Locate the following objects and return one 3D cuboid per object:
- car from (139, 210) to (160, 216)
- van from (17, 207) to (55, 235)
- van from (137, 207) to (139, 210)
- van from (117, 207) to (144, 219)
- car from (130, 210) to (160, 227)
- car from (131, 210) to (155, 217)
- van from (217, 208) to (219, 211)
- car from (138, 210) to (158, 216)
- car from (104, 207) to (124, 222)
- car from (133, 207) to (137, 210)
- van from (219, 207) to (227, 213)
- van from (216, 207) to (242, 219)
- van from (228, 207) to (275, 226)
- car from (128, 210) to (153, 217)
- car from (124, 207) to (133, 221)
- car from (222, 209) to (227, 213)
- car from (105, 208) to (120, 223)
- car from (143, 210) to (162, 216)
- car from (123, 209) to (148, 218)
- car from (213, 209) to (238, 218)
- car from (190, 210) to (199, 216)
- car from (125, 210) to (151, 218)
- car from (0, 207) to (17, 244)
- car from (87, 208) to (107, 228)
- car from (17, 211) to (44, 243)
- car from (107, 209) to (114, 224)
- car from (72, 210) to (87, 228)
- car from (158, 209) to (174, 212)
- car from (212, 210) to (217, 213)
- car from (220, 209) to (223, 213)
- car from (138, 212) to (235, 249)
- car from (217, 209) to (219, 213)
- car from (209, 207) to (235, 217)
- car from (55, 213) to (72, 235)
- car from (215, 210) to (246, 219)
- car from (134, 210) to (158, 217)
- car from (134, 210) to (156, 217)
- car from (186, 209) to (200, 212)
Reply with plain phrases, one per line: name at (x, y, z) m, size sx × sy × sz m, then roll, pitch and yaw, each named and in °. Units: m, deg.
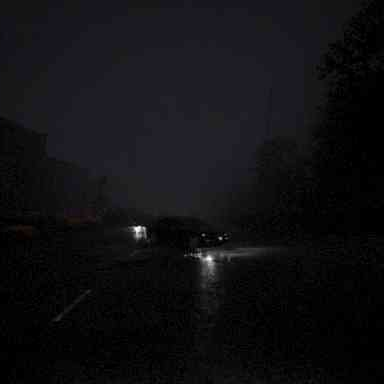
car at (-10.846, 5.336, 85.347) m, size 4.892 × 1.521 × 2.231 m, roll 0°, pitch -3°, yaw -20°
van at (-11.246, 1.931, 20.944) m, size 4.442 × 1.987 × 1.878 m, roll 0°, pitch -3°, yaw -20°
van at (-11.210, 3.459, 53.085) m, size 4.442 × 1.987 × 1.878 m, roll 0°, pitch -3°, yaw -20°
van at (-10.947, 3.753, 59.032) m, size 4.442 × 1.987 × 1.878 m, roll 0°, pitch -3°, yaw -20°
car at (-4.922, 2.901, 35.165) m, size 1.994 × 1.385 × 4.181 m, roll 0°, pitch -3°, yaw 1°
car at (-10.943, 4.731, 73.630) m, size 4.892 × 1.521 × 2.231 m, roll 0°, pitch -3°, yaw -20°
van at (6.826, 3.459, 52.971) m, size 4.442 × 1.987 × 1.878 m, roll 2°, pitch -3°, yaw -19°
car at (-10.864, 5.224, 82.415) m, size 4.674 × 1.452 × 2.002 m, roll 0°, pitch -3°, yaw -20°
car at (-11.228, 2.989, 41.402) m, size 4.553 × 1.767 × 2.185 m, roll 0°, pitch -3°, yaw -20°
car at (-11.094, 3.414, 50.201) m, size 4.553 × 1.767 × 2.185 m, roll 0°, pitch -3°, yaw -20°
van at (6.562, 3.163, 47.004) m, size 4.442 × 1.987 × 1.878 m, roll 2°, pitch -3°, yaw -19°
van at (6.894, 3.902, 61.795) m, size 4.442 × 1.987 × 1.878 m, roll 2°, pitch -3°, yaw -19°
van at (6.465, 2.602, 35.241) m, size 4.442 × 1.987 × 1.878 m, roll 2°, pitch -3°, yaw -19°
car at (-10.929, 4.608, 70.707) m, size 4.792 × 1.488 × 2.163 m, roll 0°, pitch -3°, yaw -20°
car at (-11.199, 3.005, 44.328) m, size 5.566 × 2.045 × 2.435 m, roll 0°, pitch -3°, yaw -20°
car at (6.624, 3.148, 41.150) m, size 4.674 × 1.452 × 2.002 m, roll 2°, pitch -3°, yaw -20°
car at (-11.209, 2.977, 38.468) m, size 4.892 × 1.521 × 2.231 m, roll 0°, pitch -3°, yaw -20°
car at (-10.788, 5.639, 91.201) m, size 4.892 × 1.521 × 2.231 m, roll 0°, pitch -3°, yaw -20°
car at (-11.036, 4.152, 64.836) m, size 4.553 × 1.767 × 2.185 m, roll 0°, pitch -3°, yaw -20°
car at (6.807, 4.298, 67.617) m, size 4.553 × 1.767 × 2.185 m, roll 2°, pitch -3°, yaw -20°
car at (0.482, 4.618, 73.348) m, size 1.994 × 1.385 × 4.181 m, roll 0°, pitch -3°, yaw 0°
car at (-10.986, 4.428, 67.766) m, size 4.892 × 1.521 × 2.231 m, roll 0°, pitch -3°, yaw -20°
car at (-11.362, 1.634, 15.046) m, size 5.566 × 2.045 × 2.435 m, roll 0°, pitch -3°, yaw -20°
car at (-11.439, 2.697, 32.544) m, size 5.366 × 1.575 × 1.946 m, roll 0°, pitch -3°, yaw -20°
car at (-11.196, 2.017, 18.021) m, size 5.366 × 1.575 × 1.946 m, roll 0°, pitch -3°, yaw -20°
car at (-11.208, 2.867, 35.543) m, size 4.792 × 1.488 × 2.163 m, roll 0°, pitch -3°, yaw -19°
car at (-11.487, 2.424, 26.690) m, size 5.366 × 1.575 × 1.946 m, roll 0°, pitch -3°, yaw -20°
car at (-4.710, 3.696, 55.993) m, size 2.097 × 1.767 × 4.553 m, roll 0°, pitch -3°, yaw 1°
car at (6.564, 3.818, 55.795) m, size 5.366 × 1.575 × 1.946 m, roll 2°, pitch -3°, yaw -19°
car at (6.645, 3.290, 44.092) m, size 4.674 × 1.452 × 2.002 m, roll 2°, pitch -3°, yaw -19°
car at (-0.418, 2.012, 17.313) m, size 4.892 × 1.490 × 1.837 m, roll -2°, pitch -2°, yaw 44°
car at (6.686, 3.575, 49.979) m, size 4.674 × 1.452 × 2.002 m, roll 2°, pitch -3°, yaw -19°
car at (6.882, 4.628, 76.441) m, size 5.566 × 2.045 × 2.435 m, roll 2°, pitch -3°, yaw -19°
car at (-11.360, 2.321, 23.807) m, size 4.792 × 1.488 × 2.163 m, roll 0°, pitch -3°, yaw -20°
car at (6.754, 3.975, 58.799) m, size 4.892 × 1.521 × 2.231 m, roll 2°, pitch -3°, yaw -19°
car at (-11.058, 5.028, 79.419) m, size 5.366 × 1.575 × 1.946 m, roll 0°, pitch -3°, yaw -20°
car at (-10.911, 4.921, 76.554) m, size 4.674 × 1.452 × 2.002 m, roll 0°, pitch -3°, yaw -20°
car at (0.400, 4.067, 63.293) m, size 2.097 × 1.767 × 4.553 m, roll 0°, pitch -3°, yaw 0°
